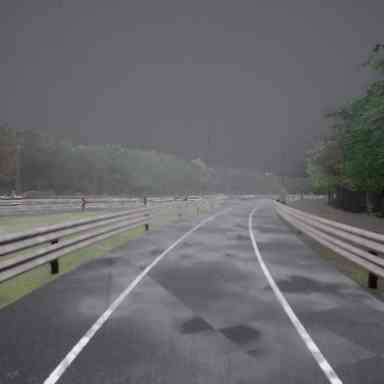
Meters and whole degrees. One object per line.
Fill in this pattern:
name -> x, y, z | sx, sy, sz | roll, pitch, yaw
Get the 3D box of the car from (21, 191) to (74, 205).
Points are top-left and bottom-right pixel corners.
car -> -17.484, 0.941, 39.818 | 2.150, 2.045, 5.566 | 1, 0, 29

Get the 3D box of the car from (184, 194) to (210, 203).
car -> 1.063, 1.575, 66.071 | 2.033, 1.411, 5.357 | 1, 0, 29

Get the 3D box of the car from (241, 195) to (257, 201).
car -> 15.233, 1.808, 91.628 | 2.033, 1.411, 5.357 | 1, 0, 29

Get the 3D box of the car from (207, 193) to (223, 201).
car -> 6.218, 1.390, 89.798 | 2.150, 2.045, 5.566 | 1, 0, 29

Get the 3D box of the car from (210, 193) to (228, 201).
car -> 7.350, 1.388, 84.622 | 2.150, 2.045, 5.566 | 1, 0, 29

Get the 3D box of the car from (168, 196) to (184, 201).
car -> -2.018, 1.546, 67.730 | 2.033, 1.411, 5.357 | 1, 0, 29

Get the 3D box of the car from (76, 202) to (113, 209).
car -> -12.013, 1.399, 42.486 | 1.895, 1.301, 4.718 | 1, 0, 29

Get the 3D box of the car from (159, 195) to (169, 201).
car -> -5.073, 1.456, 69.427 | 2.128, 1.511, 4.902 | 1, 1, 29
